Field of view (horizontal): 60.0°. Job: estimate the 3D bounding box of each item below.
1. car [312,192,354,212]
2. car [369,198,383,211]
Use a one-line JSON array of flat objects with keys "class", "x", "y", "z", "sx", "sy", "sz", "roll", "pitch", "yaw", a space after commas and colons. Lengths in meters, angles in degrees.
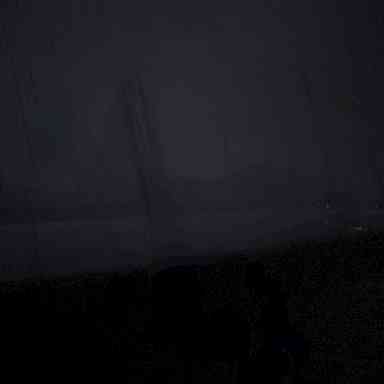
[{"class": "car", "x": 15.613, "y": 1.021, "z": 36.654, "sx": 5.566, "sy": 2.045, "sz": 2.150, "roll": 0, "pitch": 0, "yaw": -35}, {"class": "car", "x": 21.157, "y": 1.362, "z": 36.266, "sx": 4.181, "sy": 1.385, "sz": 1.994, "roll": 0, "pitch": 0, "yaw": -35}]
